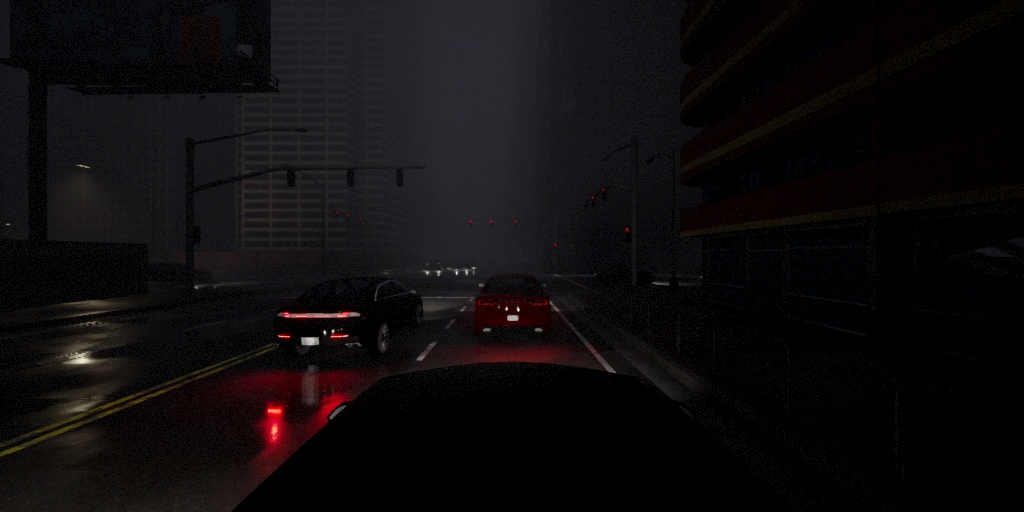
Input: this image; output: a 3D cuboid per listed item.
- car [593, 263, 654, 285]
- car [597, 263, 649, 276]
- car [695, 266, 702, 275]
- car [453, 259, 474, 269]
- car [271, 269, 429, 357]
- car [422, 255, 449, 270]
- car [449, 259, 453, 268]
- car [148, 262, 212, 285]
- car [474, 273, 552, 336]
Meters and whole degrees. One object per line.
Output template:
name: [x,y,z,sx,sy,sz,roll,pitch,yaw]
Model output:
car: [8.062,1.314,26.018,4.181,1.385,1.994,0,0,0]
car: [11.326,1.351,36.748,4.718,1.301,1.895,0,0,2]
car: [21.452,1.228,36.698,5.008,1.535,1.882,0,0,0]
car: [-7.489,1.255,55.614,1.837,1.490,4.892,0,0,0]
car: [-3.476,1.242,8.552,2.128,1.511,4.902,0,0,-1]
car: [-10.963,1.102,51.705,2.097,1.767,4.553,0,0,0]
car: [-11.011,1.297,61.904,2.033,1.411,5.357,0,0,0]
car: [-24.599,1.228,25.948,5.008,1.535,1.882,0,0,0]
car: [0.012,1.228,10.440,1.882,1.535,5.008,0,0,0]
